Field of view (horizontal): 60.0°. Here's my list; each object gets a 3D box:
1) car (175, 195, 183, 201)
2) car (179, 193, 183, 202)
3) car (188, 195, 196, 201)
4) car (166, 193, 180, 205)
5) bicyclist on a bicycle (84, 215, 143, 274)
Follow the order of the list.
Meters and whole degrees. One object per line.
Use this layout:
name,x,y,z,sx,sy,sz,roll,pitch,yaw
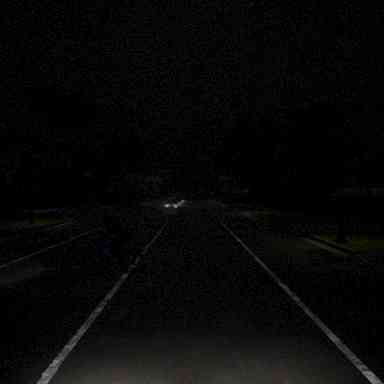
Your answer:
car,-3.555,1.517,91.283,2.128,1.511,4.902,0,0,0
car,-3.546,1.225,75.831,2.150,2.045,5.566,0,0,0
car,-0.051,1.478,83.866,1.882,1.535,5.008,0,0,0
car,-3.615,1.477,60.012,1.882,1.535,5.008,0,0,0
bicyclist on a bicycle,-2.174,1.455,9.130,1.656,1.620,0.582,-2,0,0
